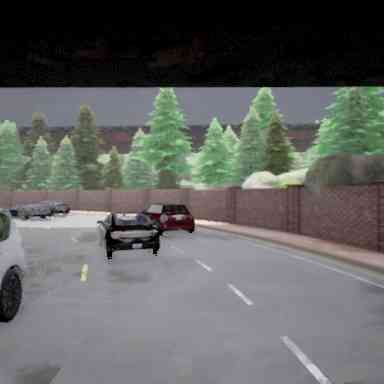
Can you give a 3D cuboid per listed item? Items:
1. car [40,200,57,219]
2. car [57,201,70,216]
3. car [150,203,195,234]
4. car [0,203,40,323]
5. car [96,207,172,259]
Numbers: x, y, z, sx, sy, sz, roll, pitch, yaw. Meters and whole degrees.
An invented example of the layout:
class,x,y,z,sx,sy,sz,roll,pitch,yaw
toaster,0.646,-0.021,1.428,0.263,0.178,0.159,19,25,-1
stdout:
class,x,y,z,sx,sy,sz,roll,pitch,yaw
car,-14.467,1.630,29.062,5.357,1.411,2.033,0,0,36
car,-14.030,1.578,32.759,4.902,1.511,2.128,0,0,35
car,-1.652,1.384,19.065,2.097,1.767,4.553,0,0,-27
car,-4.007,1.239,4.206,2.150,2.045,5.566,0,0,-8
car,-2.578,1.517,12.952,2.128,1.511,4.902,0,0,-20
